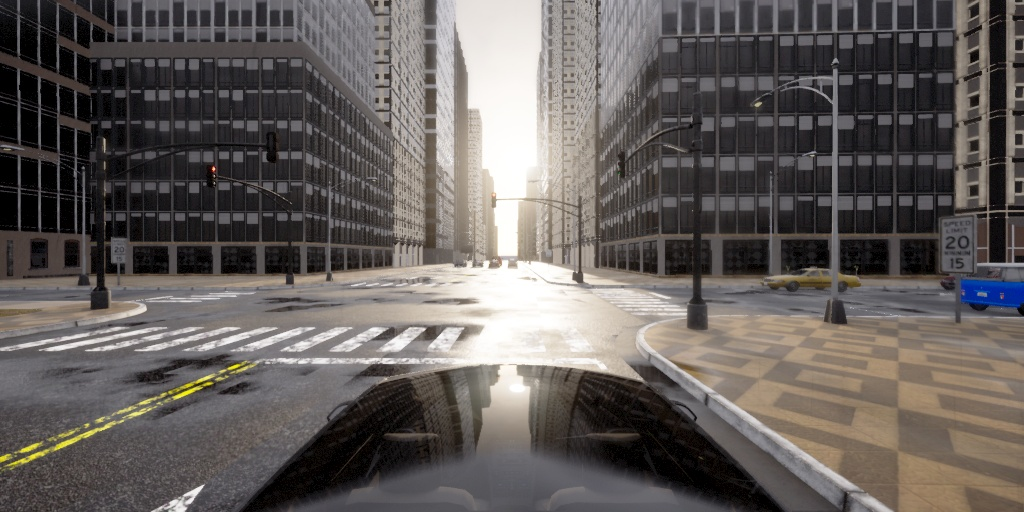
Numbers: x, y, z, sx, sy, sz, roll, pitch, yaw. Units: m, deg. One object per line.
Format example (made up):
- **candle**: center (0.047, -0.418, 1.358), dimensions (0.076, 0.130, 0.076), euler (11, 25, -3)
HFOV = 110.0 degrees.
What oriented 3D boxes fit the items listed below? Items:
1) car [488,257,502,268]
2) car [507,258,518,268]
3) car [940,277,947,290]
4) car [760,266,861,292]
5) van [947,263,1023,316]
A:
- **car**: center (-3.117, 1.386, 63.337), dimensions (1.812, 1.442, 4.674), euler (0, 0, 0)
- **car**: center (0.133, 1.408, 63.330), dimensions (2.033, 1.411, 5.357), euler (0, 0, 0)
- **car**: center (26.960, 1.356, 20.202), dimensions (4.207, 1.307, 1.802), euler (0, 0, 2)
- **car**: center (17.127, 1.293, 20.709), dimensions (4.829, 1.417, 1.751), euler (0, 0, 2)
- **van**: center (18.380, 1.119, 12.534), dimensions (3.998, 1.789, 1.690), euler (0, 0, 2)
